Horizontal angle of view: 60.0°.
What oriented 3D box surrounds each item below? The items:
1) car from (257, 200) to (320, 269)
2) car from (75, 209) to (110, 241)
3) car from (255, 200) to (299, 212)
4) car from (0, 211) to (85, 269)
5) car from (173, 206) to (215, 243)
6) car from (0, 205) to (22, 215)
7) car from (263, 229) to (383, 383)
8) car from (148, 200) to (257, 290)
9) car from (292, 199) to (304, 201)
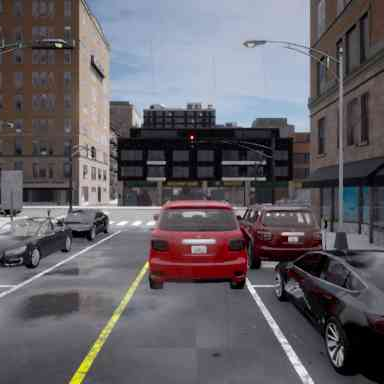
[{"bbox_3d":[2.637,1.314,11.054,2.192,1.841,5.009,0,0,0],"label":"car"},{"bbox_3d":[-5.387,1.565,16.717,1.947,1.339,4.313,0,0,0],"label":"car"},{"bbox_3d":[9.943,1.657,39.035,4.718,1.301,1.895,0,0,0],"label":"car"},{"bbox_3d":[-5.388,1.550,11.055,2.008,1.369,4.403,0,0,0],"label":"car"},{"bbox_3d":[0.092,1.525,16.972,1.812,1.442,4.674,0,0,0],"label":"car"},{"bbox_3d":[-17.512,1.523,28.959,4.718,1.301,1.895,0,0,0],"label":"car"},{"bbox_3d":[2.636,1.566,5.392,1.947,1.339,4.313,0,0,0],"label":"car"},{"bbox_3d":[0.080,1.221,9.213,2.150,2.045,5.566,0,0,-1],"label":"car"},{"bbox_3d":[10.723,1.565,35.655,4.892,1.490,1.837,0,0,-3],"label":"car"}]
